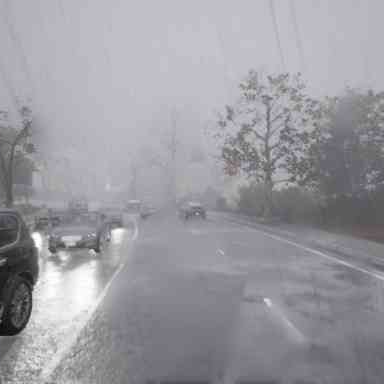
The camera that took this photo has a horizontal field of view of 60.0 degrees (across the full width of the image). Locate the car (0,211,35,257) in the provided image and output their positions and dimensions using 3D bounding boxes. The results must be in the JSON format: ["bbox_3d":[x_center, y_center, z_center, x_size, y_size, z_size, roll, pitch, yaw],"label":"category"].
[{"bbox_3d":[-7.902,1.590,12.775,1.837,1.490,4.892,0,0,-6],"label":"car"}]

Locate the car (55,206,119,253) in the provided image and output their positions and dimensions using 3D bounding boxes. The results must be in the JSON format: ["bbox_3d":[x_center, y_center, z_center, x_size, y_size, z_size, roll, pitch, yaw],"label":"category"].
[{"bbox_3d":[-4.518,1.566,14.046,2.128,1.511,4.902,0,0,-7],"label":"car"}]

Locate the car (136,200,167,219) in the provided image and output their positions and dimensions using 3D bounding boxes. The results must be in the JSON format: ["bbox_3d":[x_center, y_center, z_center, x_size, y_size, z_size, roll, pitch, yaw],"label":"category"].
[{"bbox_3d":[-3.881,1.735,31.381,1.994,1.385,4.181,0,0,-13],"label":"car"}]

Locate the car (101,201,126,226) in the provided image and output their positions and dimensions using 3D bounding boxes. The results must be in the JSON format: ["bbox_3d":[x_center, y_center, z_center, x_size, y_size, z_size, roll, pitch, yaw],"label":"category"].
[{"bbox_3d":[-5.986,1.653,24.331,1.837,1.490,4.892,0,0,-10],"label":"car"}]

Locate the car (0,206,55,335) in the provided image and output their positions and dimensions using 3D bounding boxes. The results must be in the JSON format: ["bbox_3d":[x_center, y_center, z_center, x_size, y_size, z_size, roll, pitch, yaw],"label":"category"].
[{"bbox_3d":[-3.767,1.241,3.806,2.150,2.045,5.566,0,0,-2],"label":"car"}]

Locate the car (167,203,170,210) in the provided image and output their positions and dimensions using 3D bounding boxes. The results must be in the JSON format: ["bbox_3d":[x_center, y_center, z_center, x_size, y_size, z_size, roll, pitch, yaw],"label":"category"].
[{"bbox_3d":[-4.371,1.807,45.296,1.994,1.385,4.181,0,0,-19],"label":"car"}]

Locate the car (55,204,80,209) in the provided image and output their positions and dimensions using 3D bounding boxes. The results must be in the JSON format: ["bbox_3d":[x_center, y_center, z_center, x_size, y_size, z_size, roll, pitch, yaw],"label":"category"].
[{"bbox_3d":[-9.304,1.764,22.997,1.895,1.301,4.718,0,0,-10],"label":"car"}]

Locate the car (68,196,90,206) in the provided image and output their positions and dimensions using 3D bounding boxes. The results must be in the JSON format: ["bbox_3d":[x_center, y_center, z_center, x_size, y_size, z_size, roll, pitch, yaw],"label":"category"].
[{"bbox_3d":[-13.602,1.525,39.993,2.150,2.045,5.566,0,-1,-18],"label":"car"}]

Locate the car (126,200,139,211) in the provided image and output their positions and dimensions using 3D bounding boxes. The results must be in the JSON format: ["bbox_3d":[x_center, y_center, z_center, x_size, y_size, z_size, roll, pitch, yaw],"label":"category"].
[{"bbox_3d":[-8.059,1.757,45.254,1.882,1.535,5.008,0,0,-19],"label":"car"}]

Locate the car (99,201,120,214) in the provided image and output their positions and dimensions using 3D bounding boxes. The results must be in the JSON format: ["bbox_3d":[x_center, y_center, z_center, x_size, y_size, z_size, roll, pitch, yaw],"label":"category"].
[{"bbox_3d":[-10.280,1.829,41.099,2.033,1.411,5.357,0,0,-18],"label":"car"}]

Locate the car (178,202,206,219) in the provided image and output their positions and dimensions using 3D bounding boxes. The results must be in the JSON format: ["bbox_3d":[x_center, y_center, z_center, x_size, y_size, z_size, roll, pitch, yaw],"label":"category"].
[{"bbox_3d":[-0.054,1.642,30.490,1.837,1.490,4.892,0,0,-12],"label":"car"}]
